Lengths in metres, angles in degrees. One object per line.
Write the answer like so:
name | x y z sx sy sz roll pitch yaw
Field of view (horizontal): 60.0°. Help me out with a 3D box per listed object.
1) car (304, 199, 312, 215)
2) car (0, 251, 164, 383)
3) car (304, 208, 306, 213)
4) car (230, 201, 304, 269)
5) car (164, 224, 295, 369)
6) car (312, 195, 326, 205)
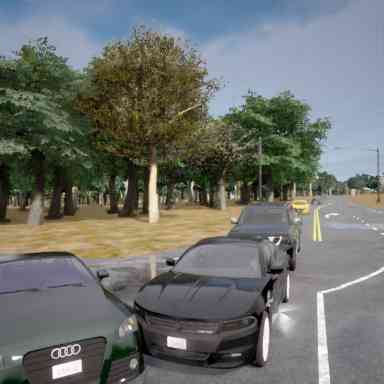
car | 11.967 1.694 36.923 1.882 1.535 5.008 -1 0 21
car | -2.323 1.643 5.002 1.994 1.385 4.181 2 -2 -33
car | 5.043 1.775 18.359 1.895 1.301 4.718 -1 0 21
car | 2.828 1.460 12.451 2.150 2.045 5.566 -2 0 20
car | 0.720 1.614 6.306 1.882 1.535 5.008 -1 -2 21
car | 23.626 1.728 62.860 1.812 1.442 4.674 -1 0 28
